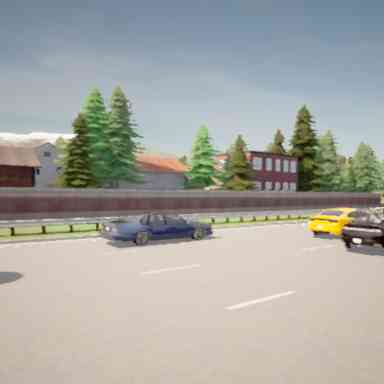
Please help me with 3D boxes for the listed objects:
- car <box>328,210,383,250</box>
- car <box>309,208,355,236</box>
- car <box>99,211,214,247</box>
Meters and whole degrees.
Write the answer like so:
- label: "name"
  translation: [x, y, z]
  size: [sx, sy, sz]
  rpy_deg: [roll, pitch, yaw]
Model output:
- label: "car"
  translation: [8.171, 1.637, 13.882]
  size: [4.902, 1.511, 2.128]
  rpy_deg: [1, 0, -36]
- label: "car"
  translation: [8.573, 1.652, 18.467]
  size: [5.008, 1.535, 1.882]
  rpy_deg: [1, 0, -36]
- label: "car"
  translation: [-1.535, 1.623, 15.554]
  size: [5.357, 1.411, 2.033]
  rpy_deg: [1, 0, -36]
